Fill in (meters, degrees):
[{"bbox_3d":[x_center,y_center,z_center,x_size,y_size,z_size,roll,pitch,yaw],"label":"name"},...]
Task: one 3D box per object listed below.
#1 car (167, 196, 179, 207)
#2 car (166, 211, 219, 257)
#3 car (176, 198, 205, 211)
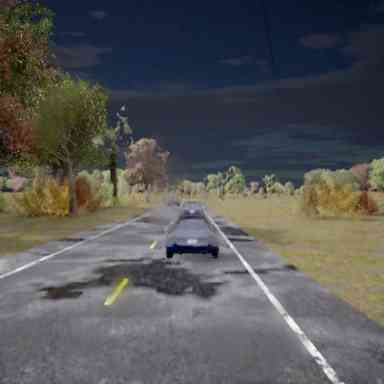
[{"bbox_3d":[-3.498,1.822,64.478,2.150,2.045,5.566,0,0,1],"label":"car"},{"bbox_3d":[0.027,1.696,13.517,1.994,1.385,4.181,0,0,0],"label":"car"},{"bbox_3d":[0.031,1.624,28.406,2.097,1.767,4.553,0,-1,0],"label":"car"}]
